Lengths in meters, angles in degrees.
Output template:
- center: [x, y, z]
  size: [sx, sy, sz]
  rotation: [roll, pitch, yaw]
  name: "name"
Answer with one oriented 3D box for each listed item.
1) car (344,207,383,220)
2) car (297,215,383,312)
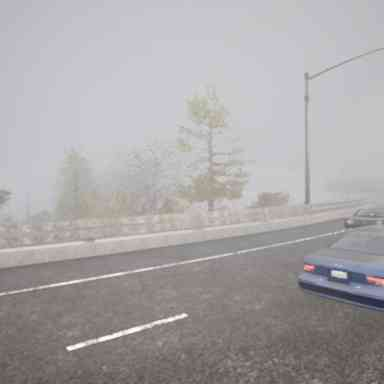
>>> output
- center: [9.464, 1.420, 16.776]
  size: [4.718, 1.301, 1.895]
  rotation: [-1, 0, -45]
  name: "car"
- center: [4.504, 1.465, 7.439]
  size: [5.357, 1.411, 2.033]
  rotation: [-1, 0, -40]
  name: "car"
